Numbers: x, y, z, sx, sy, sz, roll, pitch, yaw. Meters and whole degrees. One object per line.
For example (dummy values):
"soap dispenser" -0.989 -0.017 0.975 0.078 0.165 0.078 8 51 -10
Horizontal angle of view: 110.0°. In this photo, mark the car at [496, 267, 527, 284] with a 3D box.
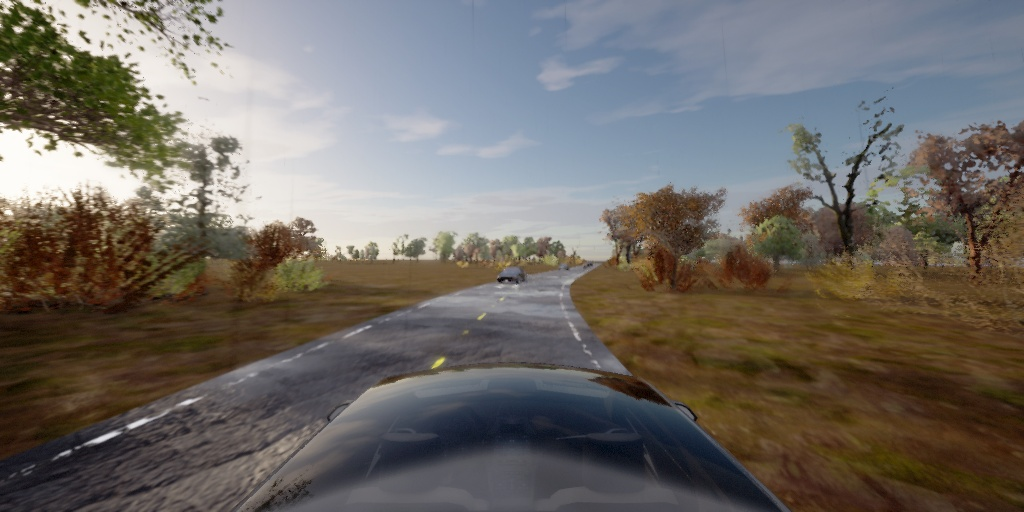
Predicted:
"car" 0.102 1.673 31.639 2.033 1.411 5.357 0 -1 12
